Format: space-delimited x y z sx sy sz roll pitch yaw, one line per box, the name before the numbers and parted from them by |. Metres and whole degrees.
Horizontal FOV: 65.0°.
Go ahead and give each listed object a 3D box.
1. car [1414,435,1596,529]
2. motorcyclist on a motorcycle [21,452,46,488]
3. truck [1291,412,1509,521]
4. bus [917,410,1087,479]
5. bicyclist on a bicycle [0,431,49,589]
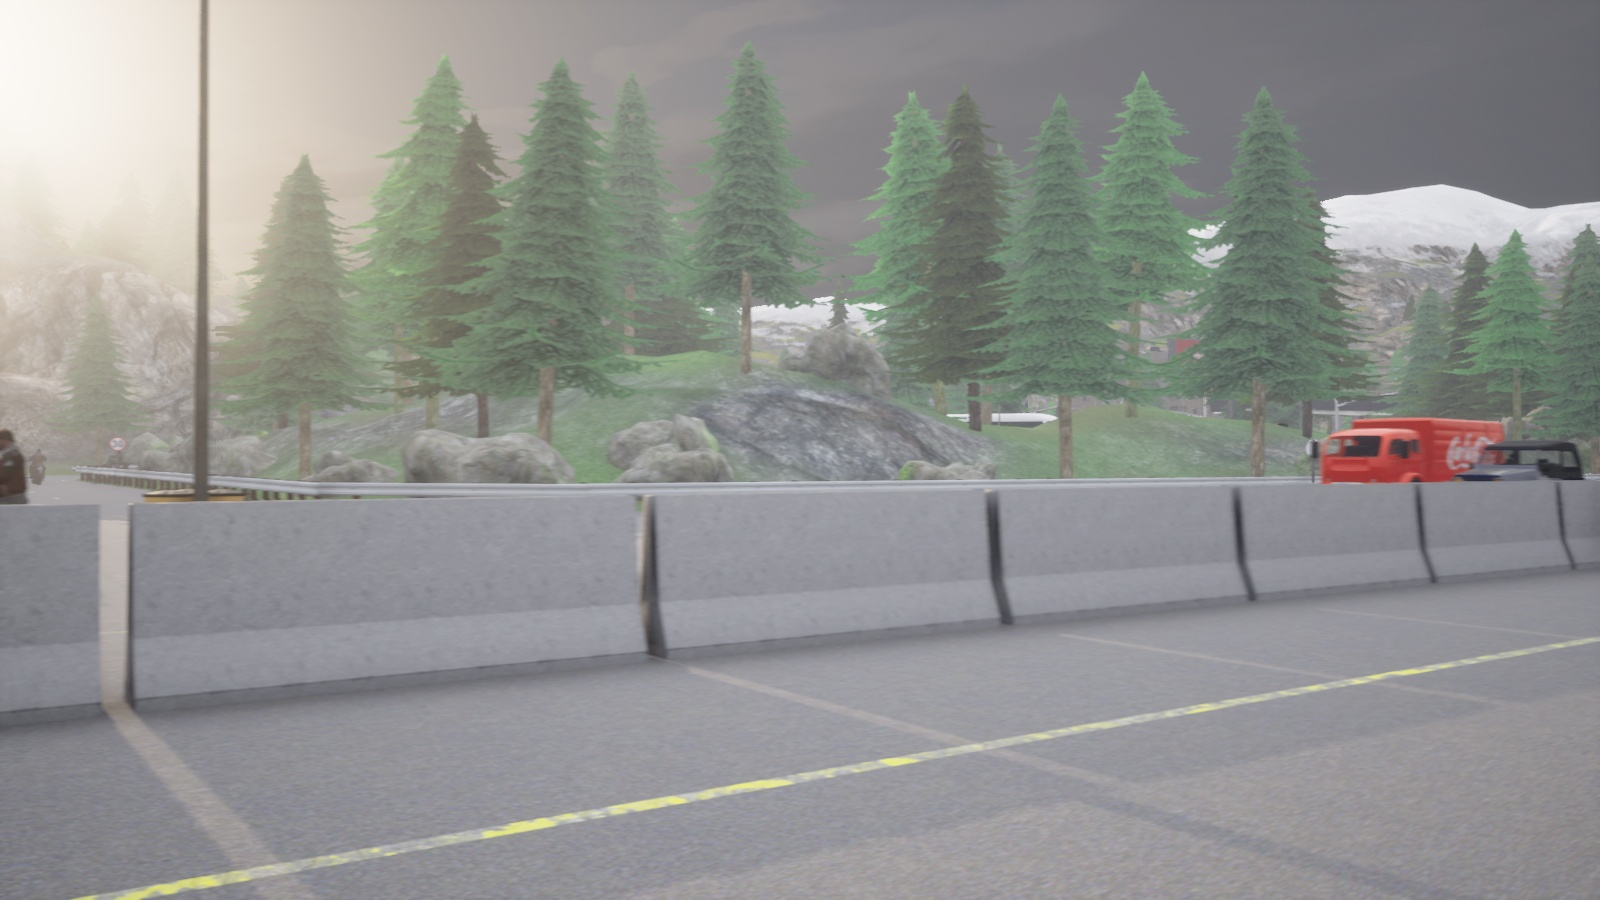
car | 15.166 0.653 26.974 3.866 1.878 1.905 0 0 -35
motorcyclist on a motorcycle | -36.198 0.924 59.277 0.766 1.649 2.350 0 0 -37
truck | 14.848 0.390 31.013 5.204 2.467 2.627 1 0 -35
bus | 13.091 -0.315 81.951 10.273 4.253 3.944 0 0 34
bicyclist on a bicycle | -9.527 0.670 14.085 1.843 1.776 0.659 0 0 -35
